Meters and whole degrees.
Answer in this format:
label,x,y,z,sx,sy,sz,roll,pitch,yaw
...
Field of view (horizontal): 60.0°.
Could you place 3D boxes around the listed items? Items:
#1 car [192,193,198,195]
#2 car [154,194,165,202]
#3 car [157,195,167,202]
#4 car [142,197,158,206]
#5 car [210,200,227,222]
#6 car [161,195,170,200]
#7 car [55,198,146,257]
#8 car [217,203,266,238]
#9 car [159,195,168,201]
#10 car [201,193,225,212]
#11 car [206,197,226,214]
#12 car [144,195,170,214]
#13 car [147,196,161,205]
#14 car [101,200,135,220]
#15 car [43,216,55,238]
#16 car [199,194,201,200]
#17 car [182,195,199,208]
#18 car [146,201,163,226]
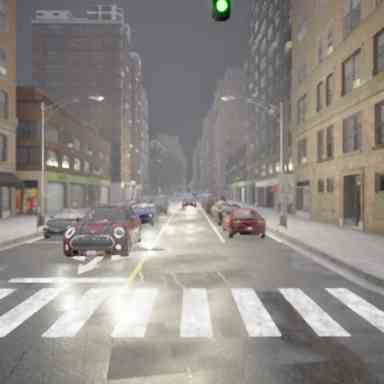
label,x,y,z,sx,sy,sz,roll,pitch,yaw
car,-0.465,1.372,54.405,1.994,1.385,4.181,0,0,-1
car,-6.426,1.231,66.433,1.967,1.590,4.097,0,0,-1
car,-6.473,1.309,71.772,1.752,1.417,4.829,0,0,-1
car,-6.279,1.402,49.909,1.802,1.307,4.206,0,0,-1
car,2.491,1.466,22.440,1.947,1.339,4.313,0,0,-1
car,-6.574,1.337,82.959,1.947,1.339,4.313,0,0,-1
car,-3.174,1.297,12.619,2.097,1.767,4.553,0,0,-1
car,2.540,1.468,16.934,1.887,1.381,4.507,0,0,-1
car,-6.524,1.359,77.451,1.802,1.307,4.206,0,0,-1
car,2.394,1.175,33.453,2.192,1.841,5.009,0,0,-1
car,2.440,1.404,28.117,1.752,1.417,4.829,0,0,-1
car,-3.284,1.343,32.927,1.882,1.535,5.008,0,0,0
car,-6.328,1.375,55.417,1.947,1.339,4.313,0,0,-1
car,-6.083,1.428,27.877,1.887,1.381,4.507,0,0,-1
car,-5.985,1.478,16.861,2.008,1.369,4.403,0,0,-1
car,2.295,1.269,44.467,1.967,1.590,4.097,0,0,-1
car,-0.376,1.431,44.431,1.895,1.301,4.718,0,0,-1
car,-3.261,1.504,22.460,1.895,1.301,4.718,0,0,0
